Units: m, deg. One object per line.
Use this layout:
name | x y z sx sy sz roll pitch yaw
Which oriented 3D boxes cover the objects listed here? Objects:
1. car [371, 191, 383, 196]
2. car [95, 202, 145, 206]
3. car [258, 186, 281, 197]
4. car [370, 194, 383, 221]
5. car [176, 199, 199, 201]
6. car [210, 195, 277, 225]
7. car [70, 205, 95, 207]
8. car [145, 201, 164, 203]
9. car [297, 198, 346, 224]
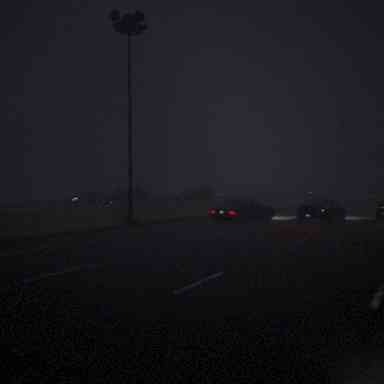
car | 26.771 0.533 46.950 2.033 1.411 5.357 1 2 42
car | -7.080 0.550 35.513 2.150 2.045 5.566 1 1 40
car | 15.369 -0.139 65.835 2.150 2.045 5.566 1 2 42
car | 13.102 1.042 21.170 1.837 1.490 4.892 0 1 41
car | 0.324 0.564 33.406 2.150 2.045 5.566 1 1 41
car | 3.251 1.134 20.411 2.033 1.411 5.357 1 1 40
car | -11.329 0.688 35.833 2.097 1.767 4.553 1 2 40
car | -2.499 0.877 35.460 1.994 1.385 4.181 1 1 41
car | 8.030 1.092 20.586 1.812 1.442 4.674 1 1 40
